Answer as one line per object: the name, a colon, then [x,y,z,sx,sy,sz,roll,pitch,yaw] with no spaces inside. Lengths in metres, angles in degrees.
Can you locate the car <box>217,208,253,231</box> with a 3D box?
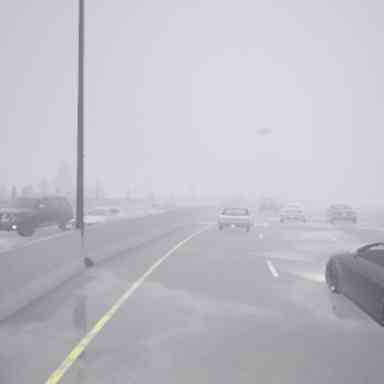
car: [2.863,1.639,21.065,1.895,1.301,4.718,0,0,14]

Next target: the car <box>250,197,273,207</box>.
car: [12.068,1.712,57.377,2.128,1.511,4.902,0,0,36]

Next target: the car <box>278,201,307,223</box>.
car: [8.086,1.592,26.497,1.812,1.442,4.674,0,0,18]

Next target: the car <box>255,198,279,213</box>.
car: [9.267,1.465,38.724,2.097,1.767,4.553,0,0,25]

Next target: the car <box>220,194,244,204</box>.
car: [6.876,1.418,56.118,2.150,2.045,5.566,0,-1,34]

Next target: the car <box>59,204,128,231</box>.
car: [-5.033,1.533,18.358,1.812,1.442,4.674,0,0,12]

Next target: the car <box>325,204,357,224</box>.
car: [11.400,1.619,25.571,2.033,1.411,5.357,0,0,18]

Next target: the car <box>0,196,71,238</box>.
car: [-8.683,1.219,18.198,2.150,2.045,5.566,0,0,11]

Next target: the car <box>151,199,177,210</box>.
car: [-3.669,1.637,44.539,1.812,1.442,4.674,0,0,26]

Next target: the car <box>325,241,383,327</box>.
car: [4.009,1.584,6.120,1.994,1.385,4.181,0,0,4]
